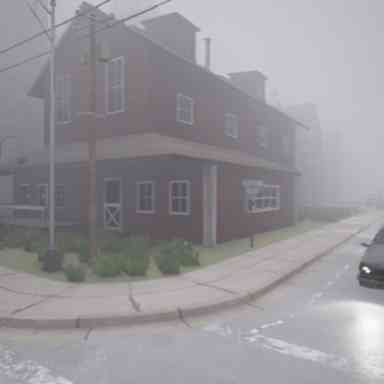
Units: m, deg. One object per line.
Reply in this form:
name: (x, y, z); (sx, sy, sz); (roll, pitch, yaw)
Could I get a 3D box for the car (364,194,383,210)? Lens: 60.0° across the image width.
car: (23.419, 1.247, 41.485); (1.905, 1.878, 3.866); (6, 1, -8)

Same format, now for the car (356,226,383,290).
car: (5.721, 1.558, 8.737); (2.033, 1.411, 5.357); (0, 0, 35)
